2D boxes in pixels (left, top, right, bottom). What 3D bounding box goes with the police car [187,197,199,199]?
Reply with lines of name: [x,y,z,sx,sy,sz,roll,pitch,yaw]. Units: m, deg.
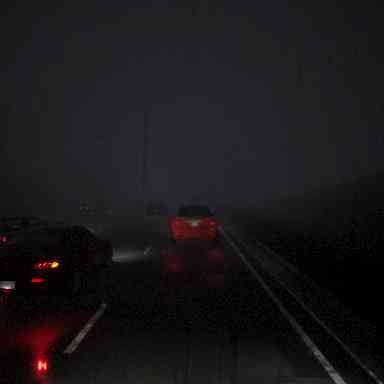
police car: [0.146,1.552,52.430,1.930,1.638,5.238,0,0,0]

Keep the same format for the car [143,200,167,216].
car: [-3.372,1.561,33.337,1.882,1.535,5.008,0,0,0]

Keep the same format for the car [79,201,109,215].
car: [-10.366,1.639,35.386,2.033,1.411,5.357,0,0,0]

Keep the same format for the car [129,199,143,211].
car: [-6.864,1.634,42.919,1.812,1.442,4.674,0,0,0]

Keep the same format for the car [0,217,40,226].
car: [-6.886,1.637,13.402,1.895,1.301,4.718,0,0,0]

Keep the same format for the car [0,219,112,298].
car: [-3.389,1.548,8.418,1.812,1.442,4.674,0,0,0]

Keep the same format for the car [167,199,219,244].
car: [0.116,1.391,16.212,2.097,1.767,4.553,0,0,0]
